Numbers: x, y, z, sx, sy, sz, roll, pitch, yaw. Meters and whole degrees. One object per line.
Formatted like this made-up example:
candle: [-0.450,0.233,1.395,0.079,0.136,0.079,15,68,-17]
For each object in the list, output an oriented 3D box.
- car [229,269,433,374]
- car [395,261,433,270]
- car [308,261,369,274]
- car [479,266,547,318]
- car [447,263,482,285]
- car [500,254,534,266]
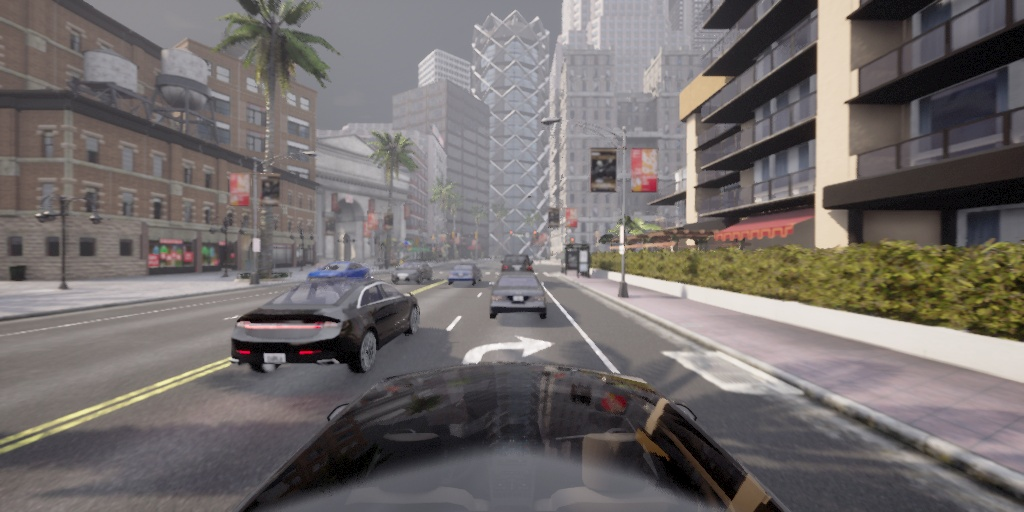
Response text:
car: [-3.309,1.200,7.421,2.128,1.511,4.902,0,0,0]
car: [-6.825,1.109,24.929,2.128,1.511,4.902,0,0,1]
car: [-10.379,1.089,21.766,1.882,1.535,5.008,0,0,1]
car: [0.201,1.250,12.731,2.033,1.411,5.357,0,0,1]
car: [-3.169,1.183,24.768,2.033,1.411,5.357,0,0,1]
car: [0.337,0.873,25.291,2.150,2.045,5.566,0,0,1]
